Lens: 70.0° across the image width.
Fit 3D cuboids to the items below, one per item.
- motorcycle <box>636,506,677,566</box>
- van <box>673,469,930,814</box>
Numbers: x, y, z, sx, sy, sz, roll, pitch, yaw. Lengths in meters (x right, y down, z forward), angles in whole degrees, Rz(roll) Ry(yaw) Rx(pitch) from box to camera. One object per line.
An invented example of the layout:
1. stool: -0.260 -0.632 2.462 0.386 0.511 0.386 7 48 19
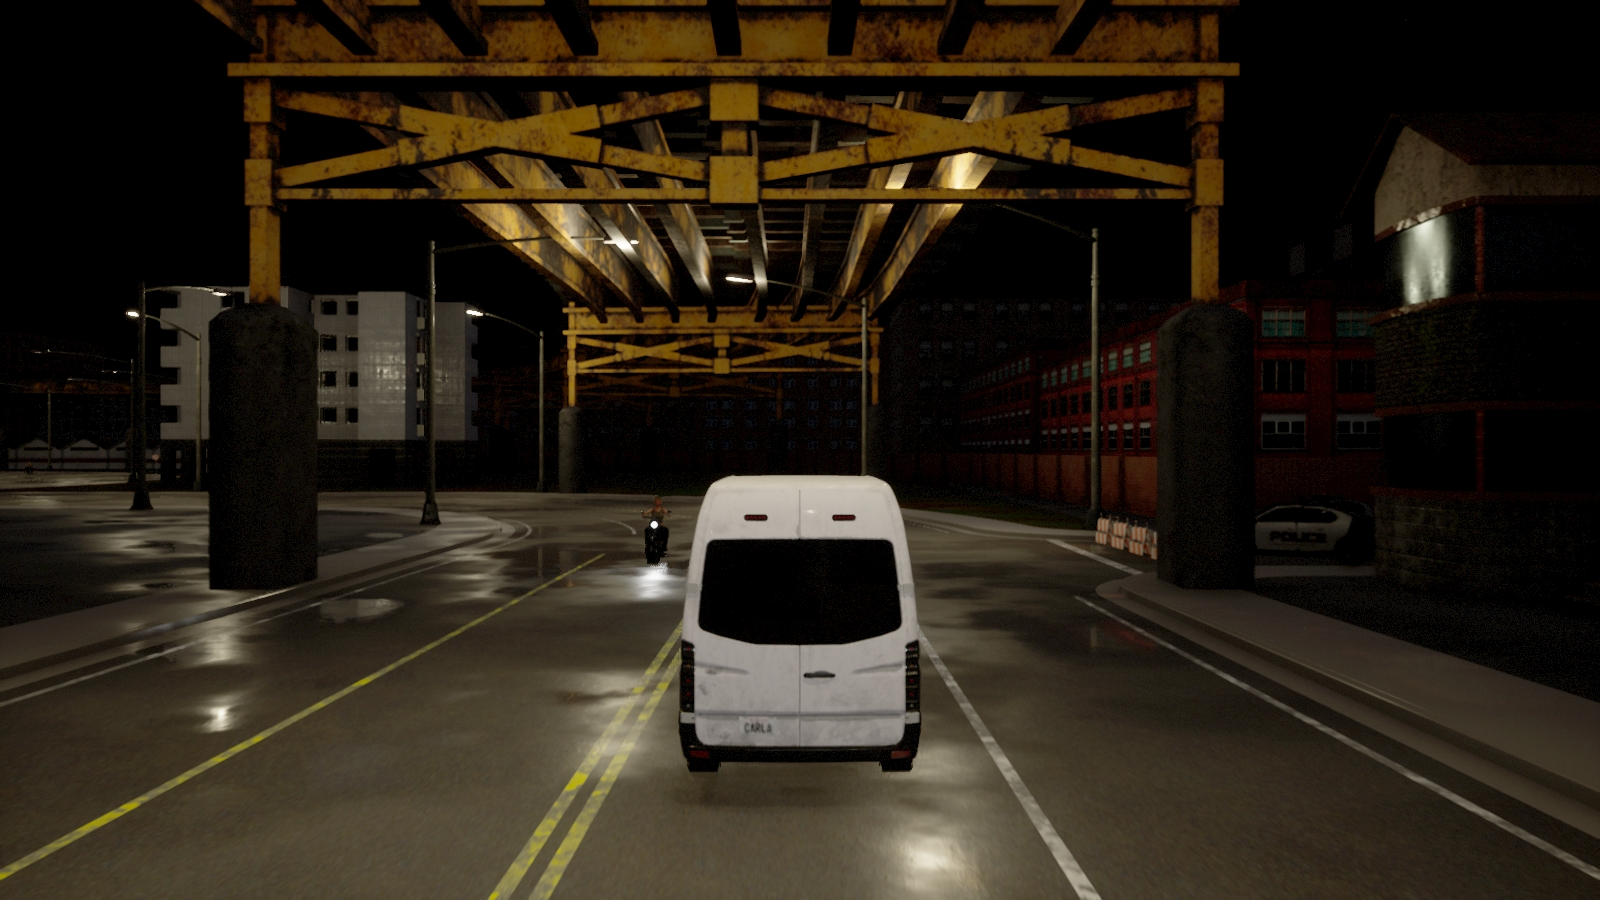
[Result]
1. motorcycle: -3.593 2.137 28.727 0.764 1.332 2.356 0 0 -1
2. van: 0.010 1.532 11.798 1.988 2.561 5.915 0 0 0
